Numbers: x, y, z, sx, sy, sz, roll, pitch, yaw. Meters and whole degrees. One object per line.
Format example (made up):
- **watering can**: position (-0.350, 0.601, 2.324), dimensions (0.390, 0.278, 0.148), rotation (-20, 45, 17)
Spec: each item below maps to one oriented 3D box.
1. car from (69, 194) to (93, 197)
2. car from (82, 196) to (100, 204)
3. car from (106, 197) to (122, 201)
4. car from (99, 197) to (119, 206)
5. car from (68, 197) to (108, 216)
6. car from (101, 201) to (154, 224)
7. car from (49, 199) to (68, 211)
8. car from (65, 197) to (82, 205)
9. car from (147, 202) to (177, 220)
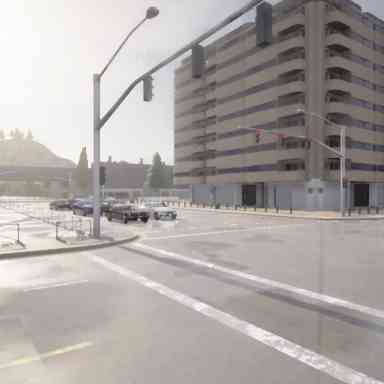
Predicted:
- **car**: position (-15.901, 1.275, 46.970), dimensions (2.150, 2.045, 5.566), rotation (0, 0, -35)
- **car**: position (-19.709, 1.530, 64.773), dimensions (1.882, 1.535, 5.008), rotation (0, 0, -35)
- **car**: position (-8.471, 1.558, 36.457), dimensions (1.837, 1.490, 4.892), rotation (0, 0, -35)
- **car**: position (-14.310, 1.578, 57.149), dimensions (1.812, 1.442, 4.674), rotation (0, 0, -35)
- **car**: position (-10.474, 1.532, 33.227), dimensions (1.882, 1.535, 5.008), rotation (0, 0, -35)
- **car**: position (-5.059, 1.655, 25.582), dimensions (1.895, 1.301, 4.718), rotation (0, 0, -35)
- **car**: position (-16.449, 1.655, 41.682), dimensions (1.895, 1.301, 4.718), rotation (0, 0, -35)
- **car**: position (-22.117, 1.617, 62.117), dimensions (1.994, 1.385, 4.181), rotation (0, 0, -35)
- **car**: position (-3.112, 1.579, 28.916), dimensions (1.812, 1.442, 4.674), rotation (0, 0, -35)
